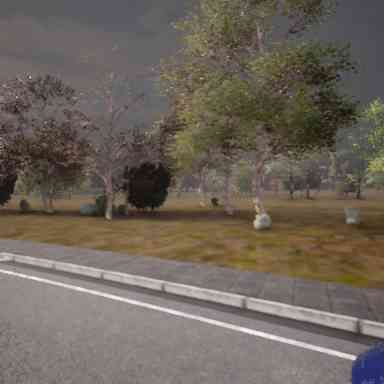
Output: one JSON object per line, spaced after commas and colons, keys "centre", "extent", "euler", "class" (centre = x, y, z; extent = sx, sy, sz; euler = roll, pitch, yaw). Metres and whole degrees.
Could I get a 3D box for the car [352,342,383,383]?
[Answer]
{"centre": [3.281, 1.520, 1.543], "extent": [4.674, 1.442, 1.812], "euler": [0, 0, 36], "class": "car"}
